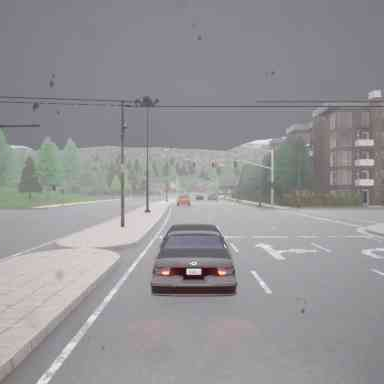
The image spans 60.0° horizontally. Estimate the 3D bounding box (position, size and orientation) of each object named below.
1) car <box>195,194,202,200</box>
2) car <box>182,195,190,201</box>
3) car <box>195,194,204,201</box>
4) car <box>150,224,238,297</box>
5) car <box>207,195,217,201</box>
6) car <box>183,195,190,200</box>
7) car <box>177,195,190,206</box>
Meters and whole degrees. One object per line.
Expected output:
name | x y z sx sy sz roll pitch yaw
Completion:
car | 1.943 1.472 95.625 1.837 1.490 4.892 0 0 0
car | -1.532 1.523 85.338 1.812 1.442 4.674 0 0 0
car | 1.967 1.477 85.377 1.882 1.535 5.008 0 0 0
car | 0.041 1.547 8.768 2.033 1.411 5.357 0 0 0
car | 5.467 1.539 85.385 2.033 1.411 5.357 0 0 0
car | -1.557 1.571 95.653 1.895 1.301 4.718 0 0 0
car | -1.364 1.352 54.513 2.097 1.767 4.553 0 0 -1
